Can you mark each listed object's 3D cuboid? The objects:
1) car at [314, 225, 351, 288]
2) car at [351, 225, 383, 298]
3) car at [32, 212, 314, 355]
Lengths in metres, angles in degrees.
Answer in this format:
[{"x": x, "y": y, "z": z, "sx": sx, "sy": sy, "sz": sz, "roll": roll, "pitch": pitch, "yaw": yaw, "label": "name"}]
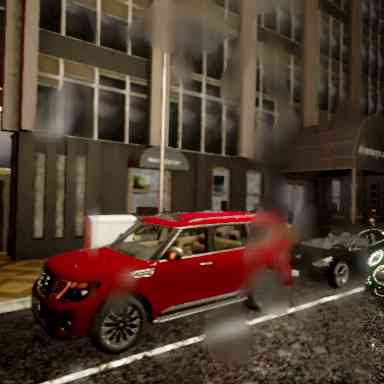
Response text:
[{"x": 4.321, "y": 1.664, "z": 9.575, "sx": 4.313, "sy": 1.339, "sz": 1.947, "roll": 1, "pitch": 1, "yaw": -35, "label": "car"}, {"x": 5.941, "y": 1.452, "z": 7.606, "sx": 4.553, "sy": 1.767, "sz": 2.097, "roll": 1, "pitch": 0, "yaw": -35, "label": "car"}, {"x": -0.216, "y": 1.352, "z": 6.339, "sx": 5.009, "sy": 1.841, "sz": 2.192, "roll": 1, "pitch": 1, "yaw": -35, "label": "car"}]
